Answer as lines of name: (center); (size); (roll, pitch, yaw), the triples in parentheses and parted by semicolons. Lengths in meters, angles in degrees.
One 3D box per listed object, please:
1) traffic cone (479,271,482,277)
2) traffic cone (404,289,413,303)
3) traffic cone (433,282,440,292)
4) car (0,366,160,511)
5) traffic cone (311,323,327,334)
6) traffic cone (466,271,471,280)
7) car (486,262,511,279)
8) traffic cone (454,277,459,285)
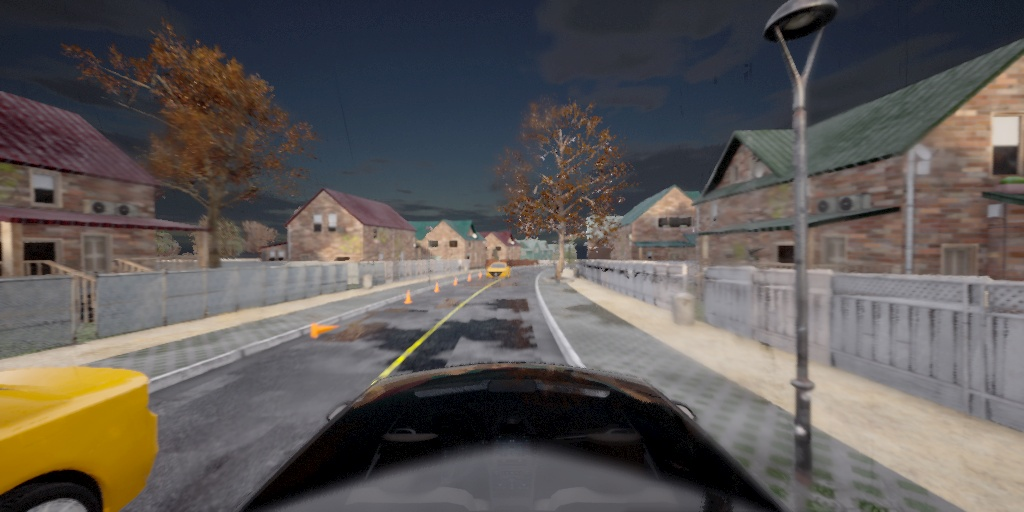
traffic cone: (-3.162, 1.822, 35.833); (0.340, 0.580, 0.340); (0, 0, 6)
traffic cone: (-4.534, 1.753, 15.687); (0.340, 0.580, 0.340); (0, 0, 2)
traffic cone: (-4.336, 1.764, 20.732); (0.340, 0.580, 0.340); (0, 0, 3)
car: (-3.585, 1.253, 0.541); (1.882, 1.535, 5.008); (0, 0, 0)
traffic cone: (-4.974, 1.575, 9.010); (0.340, 0.580, 0.340); (0, 0, 0)
traffic cone: (-3.649, 1.798, 30.807); (0.340, 0.580, 0.340); (0, 0, 5)
car: (-1.193, 1.324, 33.502); (1.882, 1.535, 5.008); (0, 0, 5)
traffic cone: (-4.040, 1.779, 25.773); (0.340, 0.580, 0.340); (0, 0, 4)
